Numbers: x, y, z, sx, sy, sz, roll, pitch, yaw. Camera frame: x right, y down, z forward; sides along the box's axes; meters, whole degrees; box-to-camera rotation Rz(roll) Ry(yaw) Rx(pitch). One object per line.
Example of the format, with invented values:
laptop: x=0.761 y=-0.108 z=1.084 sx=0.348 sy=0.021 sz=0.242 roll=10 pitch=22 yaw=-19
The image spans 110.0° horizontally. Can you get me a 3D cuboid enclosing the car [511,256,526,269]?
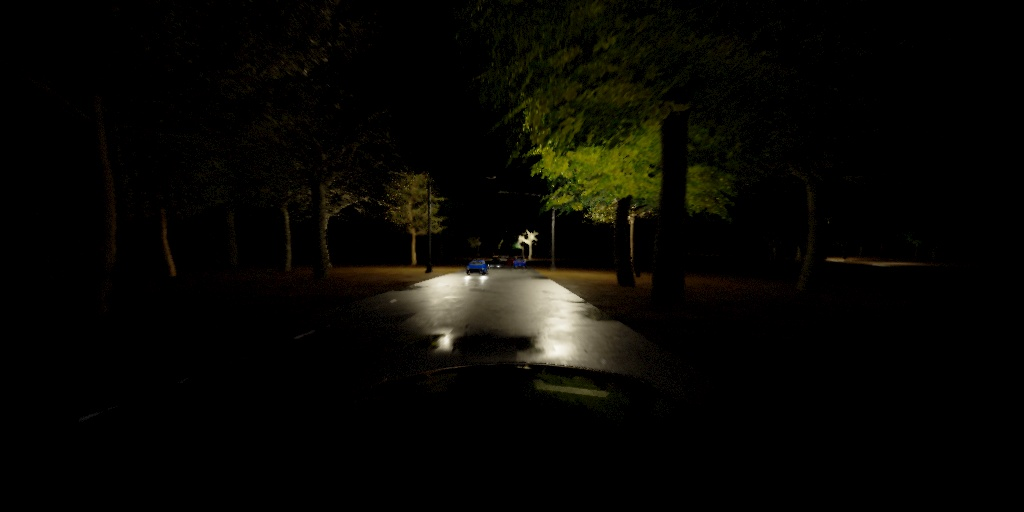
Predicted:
car: x=1.182 y=1.125 z=55.072 sx=1.882 sy=1.535 sz=5.008 roll=0 pitch=0 yaw=0

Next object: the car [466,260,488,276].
car: x=-3.592 y=1.184 z=37.453 sx=1.882 sy=1.535 sz=5.008 roll=0 pitch=0 yaw=0
